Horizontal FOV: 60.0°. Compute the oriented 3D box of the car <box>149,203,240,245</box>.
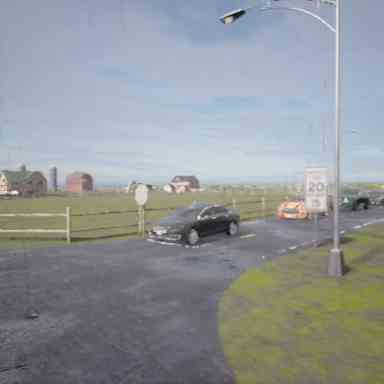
[{"bbox_3d":[0.275,1.274,14.495,1.837,1.490,4.892,1,2,39],"label":"car"}]

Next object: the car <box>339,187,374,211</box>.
[{"bbox_3d":[14.529,0.610,30.589,2.150,2.045,5.566,1,2,42],"label":"car"}]

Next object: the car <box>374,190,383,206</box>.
[{"bbox_3d":[21.282,0.567,38.052,2.097,1.767,4.553,1,2,42],"label":"car"}]

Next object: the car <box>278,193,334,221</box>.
[{"bbox_3d":[7.776,0.917,23.094,2.097,1.767,4.553,1,2,42],"label":"car"}]
